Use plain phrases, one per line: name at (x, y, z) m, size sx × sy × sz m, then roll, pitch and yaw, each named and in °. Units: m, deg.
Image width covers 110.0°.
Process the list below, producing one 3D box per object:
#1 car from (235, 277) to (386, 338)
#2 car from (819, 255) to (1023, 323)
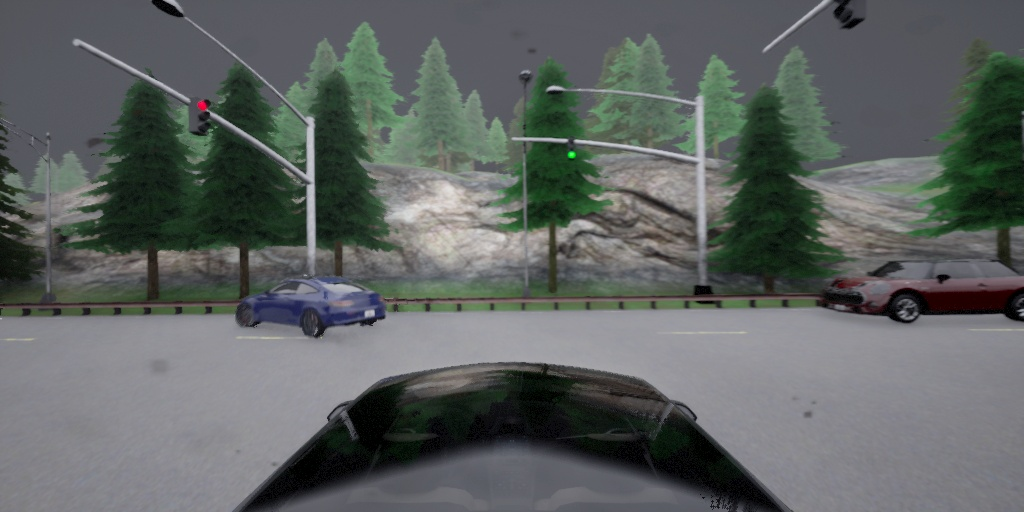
car at (-5.670, 1.304, 10.139) m, size 4.674 × 1.442 × 1.812 m, roll 0°, pitch -1°, yaw 27°
car at (11.692, 0.858, 10.308) m, size 4.553 × 1.767 × 2.097 m, roll -1°, pitch 0°, yaw 1°
